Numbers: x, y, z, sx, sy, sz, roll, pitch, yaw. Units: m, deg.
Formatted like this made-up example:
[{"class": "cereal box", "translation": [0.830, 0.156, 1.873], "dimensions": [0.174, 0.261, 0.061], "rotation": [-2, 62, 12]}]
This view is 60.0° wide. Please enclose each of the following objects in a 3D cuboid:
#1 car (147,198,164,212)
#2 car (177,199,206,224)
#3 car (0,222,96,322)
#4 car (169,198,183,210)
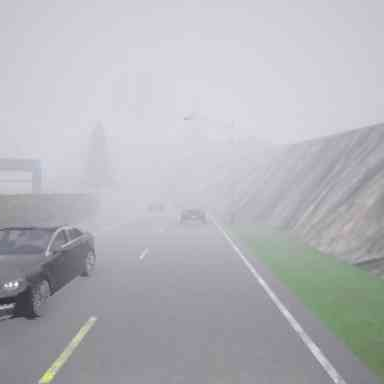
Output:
[{"class": "car", "translation": [-4.345, 1.492, 39.217], "dimensions": [1.882, 1.535, 5.008], "rotation": [0, 0, -9]}, {"class": "car", "translation": [0.083, 1.534, 25.038], "dimensions": [1.812, 1.442, 4.674], "rotation": [0, 0, 0]}, {"class": "car", "translation": [-3.591, 1.494, 7.449], "dimensions": [2.128, 1.511, 4.902], "rotation": [0, 0, 0]}, {"class": "car", "translation": [-1.755, 1.542, 44.159], "dimensions": [1.812, 1.442, 4.674], "rotation": [0, 0, -14]}]
